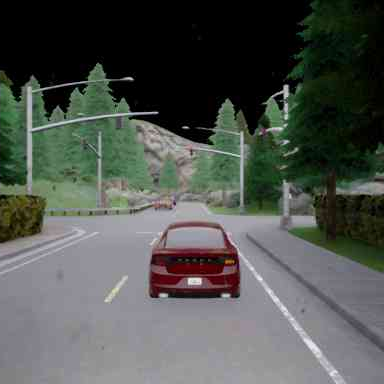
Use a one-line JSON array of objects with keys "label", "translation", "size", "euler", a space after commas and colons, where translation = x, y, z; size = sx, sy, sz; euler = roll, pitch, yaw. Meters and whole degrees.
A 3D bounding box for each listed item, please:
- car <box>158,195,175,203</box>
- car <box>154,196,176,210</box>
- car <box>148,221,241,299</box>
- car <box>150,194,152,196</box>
[{"label": "car", "translation": [-5.377, 1.478, 69.354], "size": [1.882, 1.535, 5.008], "euler": [0, 0, -27]}, {"label": "car", "translation": [-3.589, 1.352, 42.640], "size": [2.097, 1.767, 4.553], "euler": [0, 0, 0]}, {"label": "car", "translation": [0.068, 1.478, 8.538], "size": [1.882, 1.535, 5.008], "euler": [0, 0, 0]}, {"label": "car", "translation": [-11.003, 1.355, 79.677], "size": [4.553, 1.767, 2.097], "euler": [0, 0, 24]}]
